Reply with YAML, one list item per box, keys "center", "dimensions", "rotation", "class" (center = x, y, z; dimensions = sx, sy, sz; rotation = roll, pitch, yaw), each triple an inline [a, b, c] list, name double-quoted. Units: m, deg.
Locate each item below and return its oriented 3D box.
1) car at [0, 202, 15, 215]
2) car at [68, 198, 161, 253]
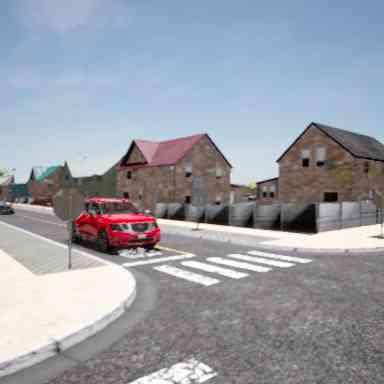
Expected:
- center: [-20.400, 1.725, 35.568]
  dimensions: [1.994, 1.385, 4.181]
  rotation: [0, 0, -38]
  class: "car"
- center: [-3.534, 1.284, 14.334]
  dimensions: [2.150, 2.045, 5.566]
  rotation: [0, 0, -38]
  class: "car"
